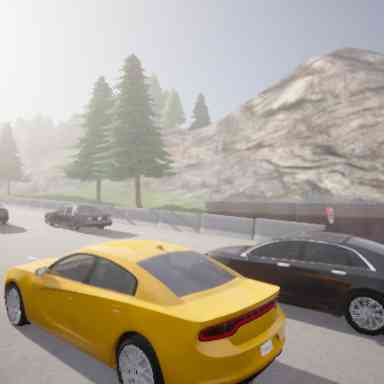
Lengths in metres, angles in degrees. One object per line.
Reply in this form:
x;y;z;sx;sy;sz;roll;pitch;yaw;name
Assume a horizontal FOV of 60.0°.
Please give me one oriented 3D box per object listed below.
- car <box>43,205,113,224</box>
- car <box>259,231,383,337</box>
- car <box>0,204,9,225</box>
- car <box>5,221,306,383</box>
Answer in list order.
-6.842;1.447;19.703;5.357;1.411;2.033;1;0;43;car
2.289;1.583;6.901;4.892;1.490;1.837;1;0;38;car
-13.006;1.249;20.623;4.902;1.511;2.128;2;0;43;car
-1.103;1.496;5.166;5.008;1.535;1.882;1;0;40;car
